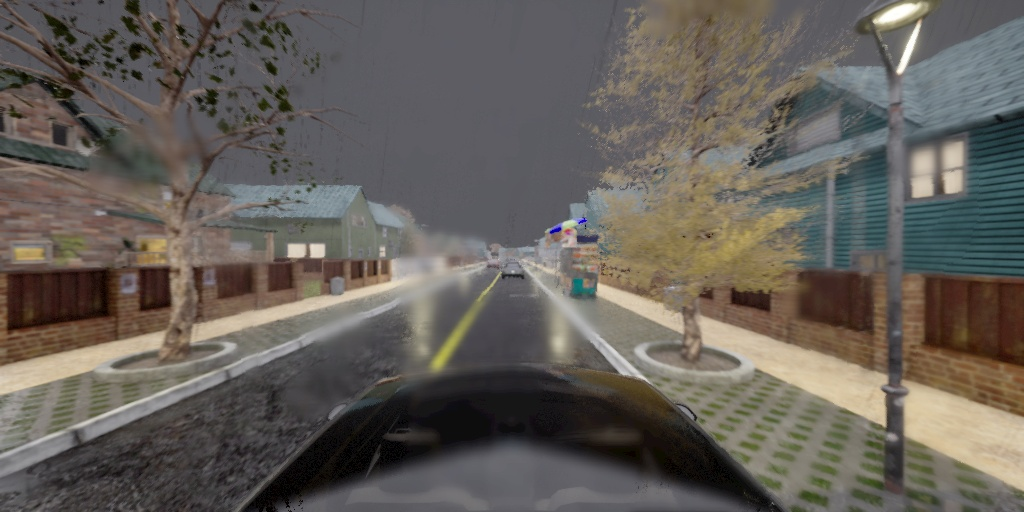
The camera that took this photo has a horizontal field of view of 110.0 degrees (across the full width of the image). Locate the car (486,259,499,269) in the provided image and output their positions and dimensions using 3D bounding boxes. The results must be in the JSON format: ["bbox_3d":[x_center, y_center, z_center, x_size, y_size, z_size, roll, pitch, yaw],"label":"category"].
[{"bbox_3d":[-2.786,1.180,53.582,1.882,1.535,5.008,0,0,0],"label":"car"}]

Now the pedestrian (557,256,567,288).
[{"bbox_3d":[2.689,0.873,18.605,0.375,1.860,0.375,-1,1,-2],"label":"pedestrian"}]

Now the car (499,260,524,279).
[{"bbox_3d":[0.085,1.284,32.054,1.994,1.385,4.181,0,0,0],"label":"car"}]

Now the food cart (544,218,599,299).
[{"bbox_3d":[3.020,0.199,16.973,2.280,3.560,4.660,0,0,0],"label":"food cart"}]
